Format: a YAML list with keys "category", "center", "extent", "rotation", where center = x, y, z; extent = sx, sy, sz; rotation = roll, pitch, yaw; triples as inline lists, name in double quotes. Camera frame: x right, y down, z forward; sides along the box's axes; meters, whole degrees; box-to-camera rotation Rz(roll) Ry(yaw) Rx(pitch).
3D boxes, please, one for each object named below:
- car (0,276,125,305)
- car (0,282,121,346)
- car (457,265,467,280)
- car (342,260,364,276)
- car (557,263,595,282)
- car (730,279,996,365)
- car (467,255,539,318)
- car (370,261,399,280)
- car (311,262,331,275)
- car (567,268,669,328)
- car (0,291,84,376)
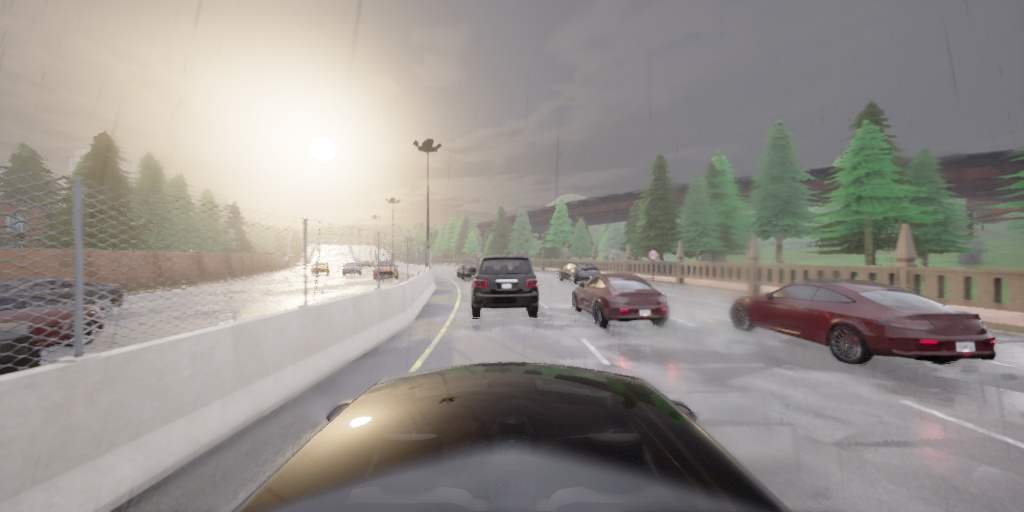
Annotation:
- category: "car"
  center: [-14.418, 1.367, 10.498]
  extent: [2.128, 1.511, 4.902]
  rotation: [0, 0, -4]
- category: "car"
  center: [-10.756, 1.406, 6.826]
  extent: [1.994, 1.385, 4.181]
  rotation: [0, 0, -2]
- category: "car"
  center: [-3.867, 1.417, 32.406]
  extent: [1.895, 1.301, 4.718]
  rotation: [0, 0, -15]
- category: "car"
  center: [-17.769, 1.461, 39.931]
  extent: [1.812, 1.442, 4.674]
  rotation: [0, 0, -23]
- category: "car"
  center: [4.770, 1.232, 26.149]
  extent: [2.128, 1.511, 4.902]
  rotation: [0, 0, -11]
- category: "car"
  center: [6.869, 1.228, 7.787]
  extent: [1.812, 1.442, 4.674]
  rotation: [0, 0, -2]
- category: "car"
  center: [-0.379, 0.988, 13.279]
  extent: [2.150, 2.045, 5.566]
  rotation: [0, 0, -5]
- category: "car"
  center: [-11.608, 1.230, 33.144]
  extent: [2.097, 1.767, 4.553]
  rotation: [-1, 0, -18]
- category: "car"
  center: [-23.304, 1.462, 43.777]
  extent: [1.882, 1.535, 5.008]
  rotation: [0, 0, -26]
- category: "car"
  center: [3.218, 1.261, 11.301]
  extent: [1.812, 1.442, 4.674]
  rotation: [0, 0, -3]
- category: "car"
  center: [-7.252, 1.301, 2.679]
  extent: [2.128, 1.511, 4.902]
  rotation: [0, 0, 1]
